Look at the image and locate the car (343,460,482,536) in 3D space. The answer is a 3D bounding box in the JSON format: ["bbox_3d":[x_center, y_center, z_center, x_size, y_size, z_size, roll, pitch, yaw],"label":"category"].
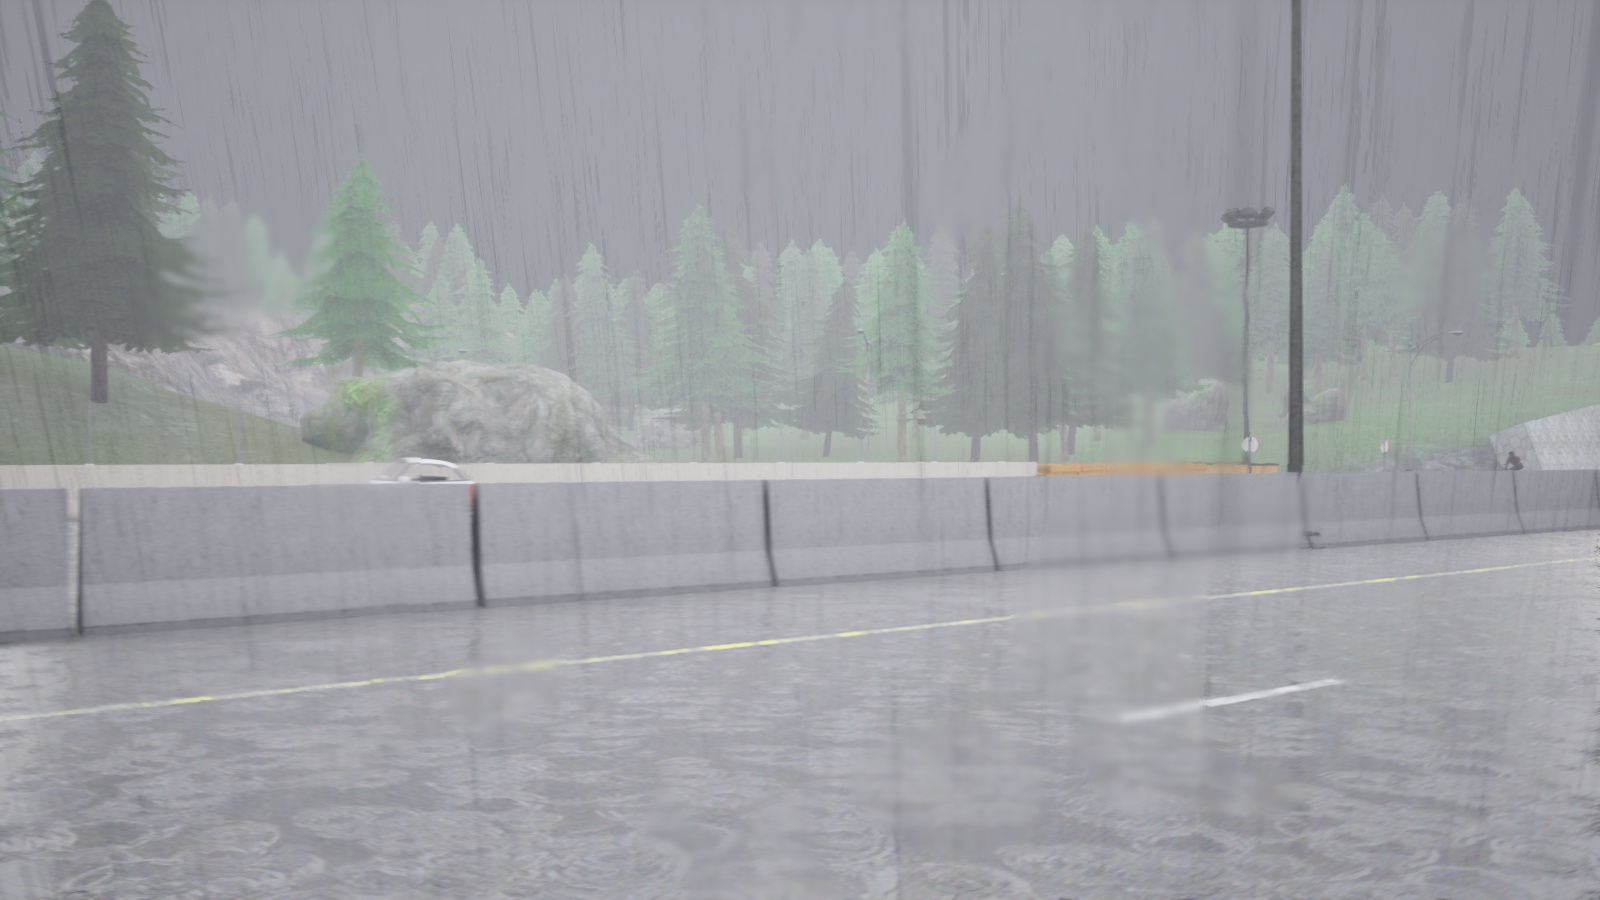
[{"bbox_3d":[-7.425,0.874,24.063,2.207,1.376,1.481,0,0,-35],"label":"car"}]
